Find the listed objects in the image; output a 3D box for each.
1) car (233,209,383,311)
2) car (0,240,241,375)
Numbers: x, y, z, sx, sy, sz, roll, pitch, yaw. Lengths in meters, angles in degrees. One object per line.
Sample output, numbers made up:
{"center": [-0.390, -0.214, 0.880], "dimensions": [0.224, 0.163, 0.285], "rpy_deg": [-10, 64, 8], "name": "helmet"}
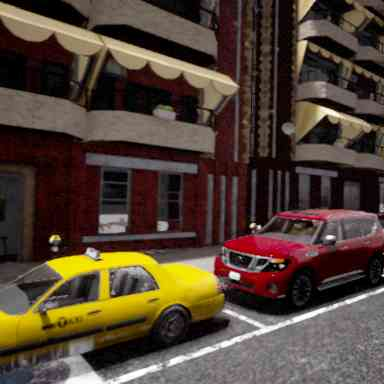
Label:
{"center": [2.915, 1.401, 8.202], "dimensions": [5.009, 1.841, 2.192], "rpy_deg": [1, 1, -36], "name": "car"}
{"center": [-1.705, 1.551, 4.858], "dimensions": [4.829, 1.417, 1.752], "rpy_deg": [1, 1, -36], "name": "car"}
